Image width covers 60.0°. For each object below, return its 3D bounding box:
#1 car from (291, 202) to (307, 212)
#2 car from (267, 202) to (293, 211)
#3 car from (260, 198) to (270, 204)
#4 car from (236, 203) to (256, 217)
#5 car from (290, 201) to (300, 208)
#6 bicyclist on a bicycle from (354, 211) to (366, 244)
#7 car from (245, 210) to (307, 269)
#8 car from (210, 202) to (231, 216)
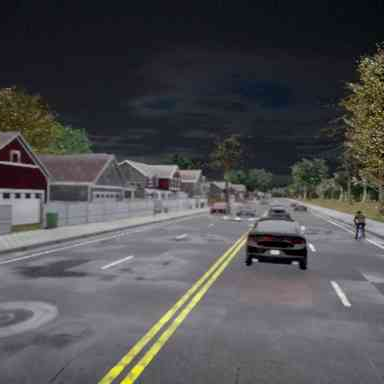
[{"bbox_3d":[17.425,2.389,53.462,1.812,1.442,4.674,1,0,15],"label":"car"},{"bbox_3d":[7.820,1.945,29.987,1.837,1.490,4.892,1,-1,15],"label":"car"},{"bbox_3d":[16.801,2.196,76.780,2.097,1.767,4.553,1,-1,15],"label":"car"},{"bbox_3d":[6.007,1.966,36.589,1.837,1.490,4.892,1,-1,15],"label":"car"},{"bbox_3d":[21.917,2.708,70.762,1.895,1.301,4.718,1,-1,15],"label":"car"},{"bbox_3d":[8.535,1.789,16.919,0.582,1.620,1.656,1,-1,15],"label":"bicyclist on a bicycle"},{"bbox_3d":[3.074,1.652,12.137,1.882,1.535,5.008,1,-1,15],"label":"car"},{"bbox_3d":[3.437,1.910,39.564,1.882,1.535,5.008,1,0,15],"label":"car"}]
